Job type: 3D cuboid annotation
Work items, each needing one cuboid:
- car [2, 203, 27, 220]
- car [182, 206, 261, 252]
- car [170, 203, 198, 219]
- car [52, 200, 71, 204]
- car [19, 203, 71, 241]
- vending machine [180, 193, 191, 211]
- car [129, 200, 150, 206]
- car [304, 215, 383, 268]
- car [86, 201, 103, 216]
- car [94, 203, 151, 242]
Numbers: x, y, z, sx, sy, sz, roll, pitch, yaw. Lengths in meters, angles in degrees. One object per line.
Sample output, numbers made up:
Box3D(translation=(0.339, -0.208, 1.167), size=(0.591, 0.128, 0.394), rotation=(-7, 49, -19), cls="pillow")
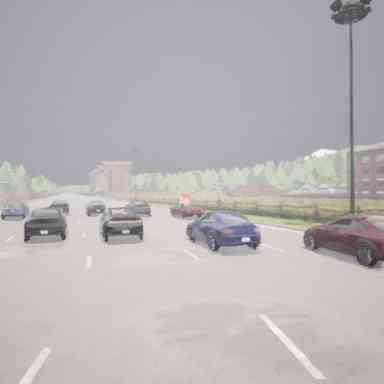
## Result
Box3D(translation=(-15.798, 1.677, 30.098), size=(2.033, 1.411, 5.357), rotation=(0, 0, -20), cls="car")
Box3D(translation=(1.203, 1.523, 13.932), size=(1.812, 1.442, 4.674), rotation=(0, 0, -18), cls="car")
Box3D(translation=(-0.496, 1.617, 29.064), size=(1.895, 1.301, 4.718), rotation=(0, 0, -20), cls="car")
Box3D(translation=(-14.080, 1.597, 35.539), size=(1.882, 1.535, 5.008), rotation=(0, 0, -20), cls="car")
Box3D(translation=(-7.462, 1.567, 17.305), size=(1.837, 1.490, 4.892), rotation=(0, 0, -19), cls="car")
Box3D(translation=(-0.814, 1.220, 41.377), size=(1.100, 2.100, 0.880), rotation=(0, 0, -20), cls="vending machine")
Box3D(translation=(-5.178, 1.543, 31.635), size=(2.128, 1.511, 4.902), rotation=(0, 0, -20), cls="car")
Box3D(translation=(5.635, 1.489, 11.188), size=(1.812, 1.442, 4.674), rotation=(0, 0, -12), cls="car")
Box3D(translation=(-9.762, 1.612, 33.943), size=(1.812, 1.442, 4.674), rotation=(0, 0, -20), cls="car")
Box3D(translation=(-3.638, 1.526, 16.844), size=(2.128, 1.511, 4.902), rotation=(0, 0, -18), cls="car")
